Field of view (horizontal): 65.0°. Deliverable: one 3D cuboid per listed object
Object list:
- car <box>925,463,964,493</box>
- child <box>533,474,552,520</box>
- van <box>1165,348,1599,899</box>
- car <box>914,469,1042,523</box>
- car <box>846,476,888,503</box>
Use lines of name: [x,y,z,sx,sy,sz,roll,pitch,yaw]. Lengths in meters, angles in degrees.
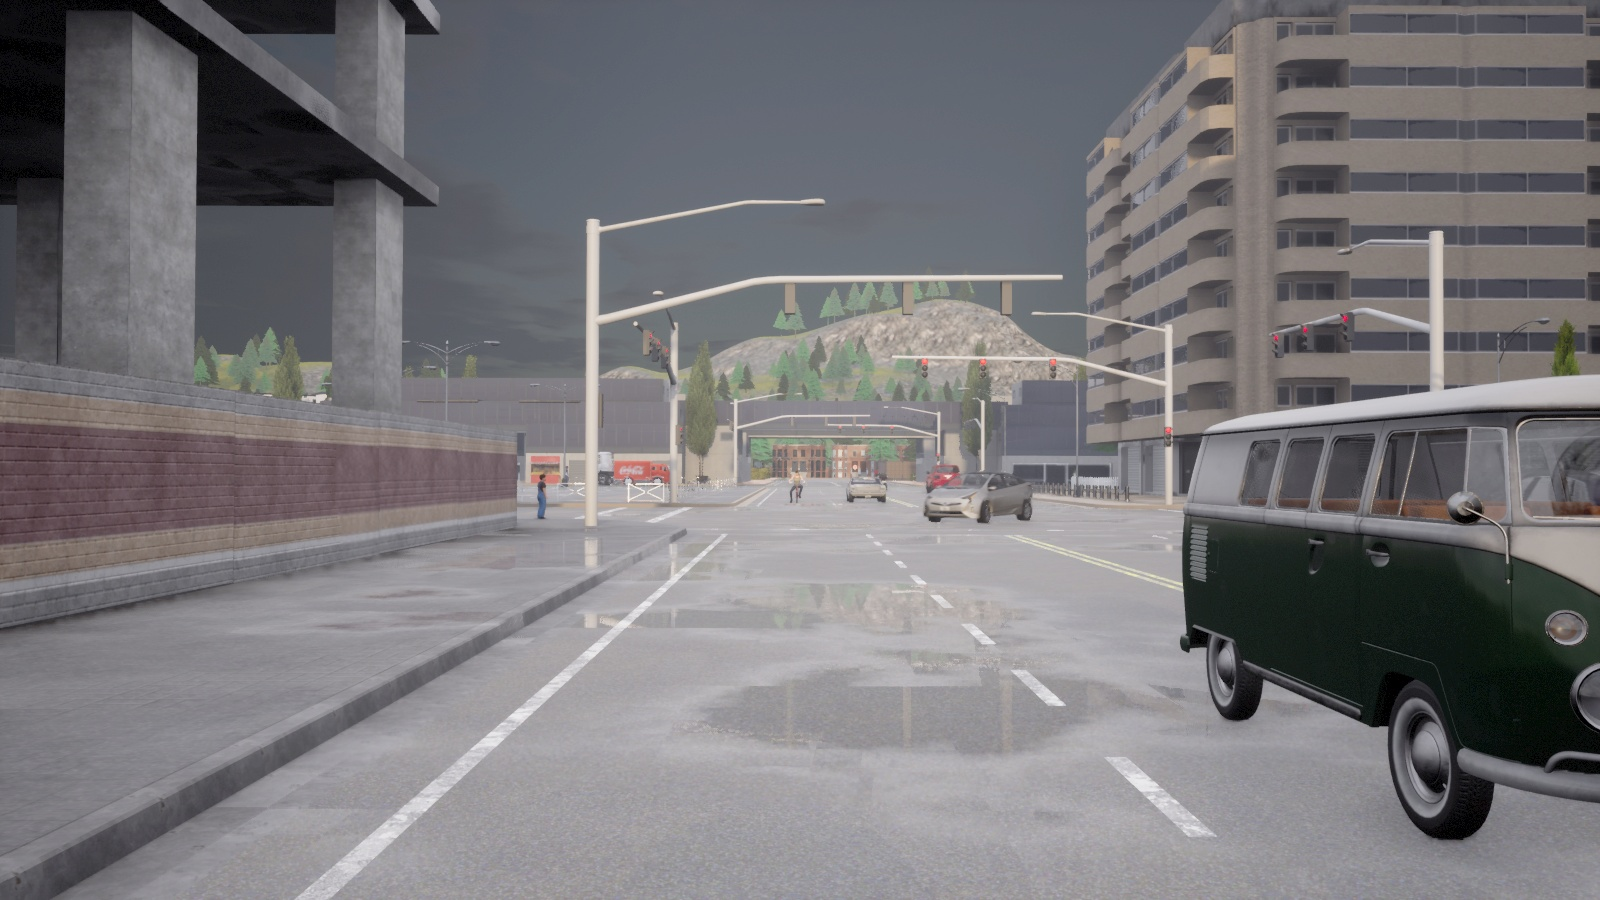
car: [10.303,1.996,89.756,2.150,2.045,5.566,0,-1,0]
child: [-7.163,1.304,34.904,0.437,1.263,0.270,0,-1,-36]
van: [3.485,0.665,6.680,1.775,1.987,4.442,0,-1,0]
car: [5.481,1.351,38.236,2.007,1.525,4.514,-1,-1,35]
car: [3.361,1.973,63.964,1.895,1.301,4.718,0,-1,0]
